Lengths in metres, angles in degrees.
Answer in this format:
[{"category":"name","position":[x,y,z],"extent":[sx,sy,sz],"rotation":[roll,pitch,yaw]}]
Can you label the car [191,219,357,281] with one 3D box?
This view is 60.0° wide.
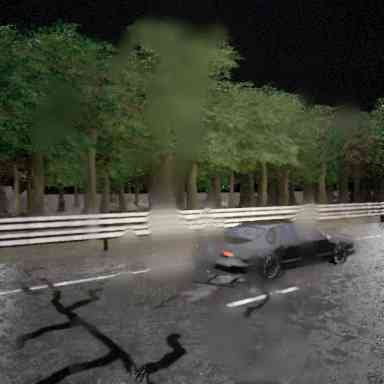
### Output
[{"category":"car","position":[2.565,1.509,9.739],"extent":[5.357,1.411,2.033],"rotation":[0,0,-34]}]
